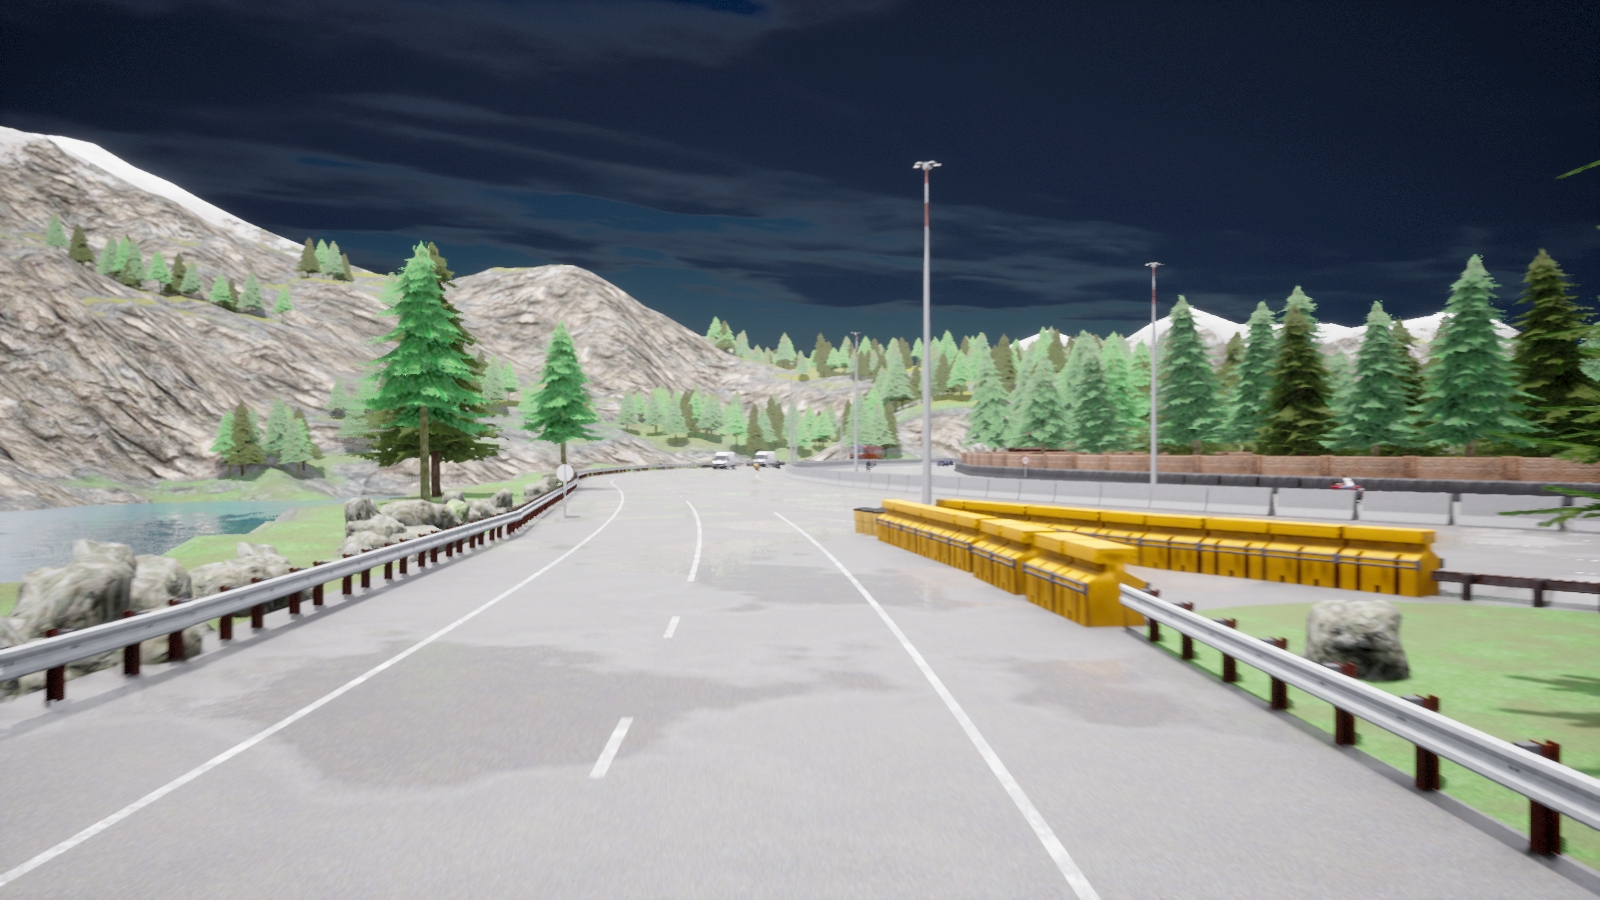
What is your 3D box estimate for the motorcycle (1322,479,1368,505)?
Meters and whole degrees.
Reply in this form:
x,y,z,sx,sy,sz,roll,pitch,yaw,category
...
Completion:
x,y,z,sx,sy,sz,roll,pitch,yaw,category
28.040,2.161,58.827,0.803,1.217,2.033,2,-1,-28,motorcycle
